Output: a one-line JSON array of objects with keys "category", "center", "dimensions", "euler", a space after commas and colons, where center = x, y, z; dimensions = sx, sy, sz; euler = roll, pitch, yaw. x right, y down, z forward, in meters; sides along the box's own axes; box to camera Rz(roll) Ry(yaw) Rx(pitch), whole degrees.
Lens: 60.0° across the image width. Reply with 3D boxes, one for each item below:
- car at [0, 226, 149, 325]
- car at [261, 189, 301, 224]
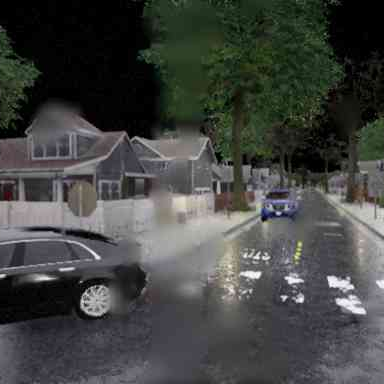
[{"category": "car", "center": [-3.210, 1.415, 5.767], "dimensions": [4.892, 1.490, 1.837], "euler": [0, 4, -24]}, {"category": "car", "center": [5.900, 0.837, 21.756], "dimensions": [2.150, 2.045, 5.566], "euler": [0, 1, 20]}]
